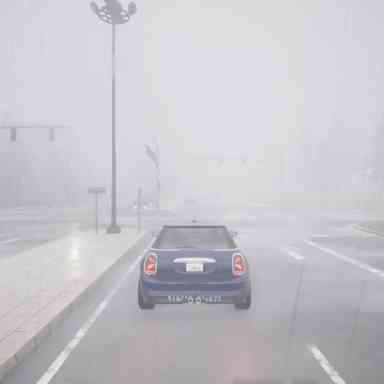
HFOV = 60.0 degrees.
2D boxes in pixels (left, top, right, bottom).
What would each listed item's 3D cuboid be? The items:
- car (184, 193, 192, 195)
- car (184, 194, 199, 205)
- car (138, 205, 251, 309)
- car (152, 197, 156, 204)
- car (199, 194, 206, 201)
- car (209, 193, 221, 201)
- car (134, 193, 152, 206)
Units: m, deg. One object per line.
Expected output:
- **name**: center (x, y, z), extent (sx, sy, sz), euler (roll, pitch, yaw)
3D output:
- **car**: center (-0.779, 1.489, 85.331), extent (1.837, 1.490, 4.892), euler (0, 0, -1)
- **car**: center (-0.245, 1.526, 54.827), extent (1.812, 1.442, 4.674), euler (0, 0, -1)
- **car**: center (0.058, 1.352, 8.008), extent (2.097, 1.767, 4.553), euler (0, 0, 0)
- **car**: center (-8.466, 1.564, 65.603), extent (1.994, 1.385, 4.181), euler (0, 0, 0)
- **car**: center (2.720, 1.513, 85.394), extent (1.812, 1.442, 4.674), euler (0, 0, -1)
- **car**: center (6.226, 1.215, 85.128), extent (2.150, 2.045, 5.566), euler (0, 0, -1)
- **car**: center (-8.344, 1.352, 55.657), extent (2.097, 1.767, 4.553), euler (0, 0, -1)
